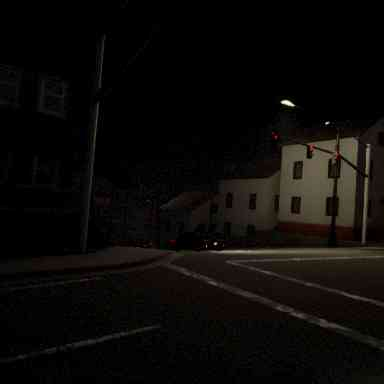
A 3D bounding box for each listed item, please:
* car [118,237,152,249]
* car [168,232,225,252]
[{"bbox_3d":[-5.658,5.108,31.985,1.882,1.535,5.008,6,-16,-35],"label":"car"},{"bbox_3d":[0.405,3.529,23.630,1.994,1.385,4.181,6,-12,-35],"label":"car"}]
